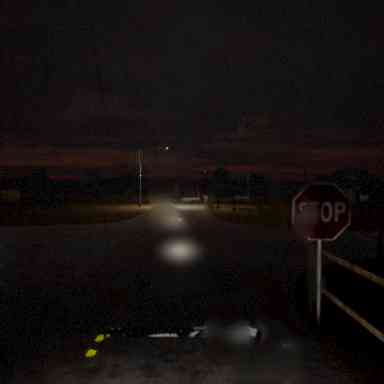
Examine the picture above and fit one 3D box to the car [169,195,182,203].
[{"bbox_3d":[-2.804,1.202,56.852,1.812,1.442,4.674,0,1,0],"label":"car"}]
